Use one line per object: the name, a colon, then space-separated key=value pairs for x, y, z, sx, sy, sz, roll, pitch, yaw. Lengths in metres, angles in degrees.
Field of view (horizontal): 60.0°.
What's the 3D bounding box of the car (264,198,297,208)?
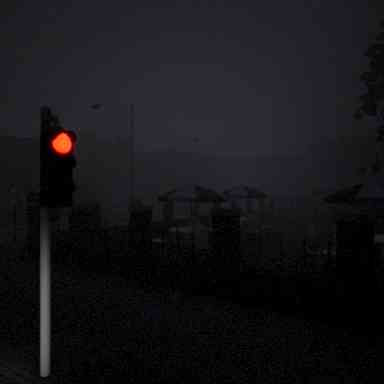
car: x=12.503 y=1.509 z=47.454 sx=5.357 sy=1.411 sz=2.033 roll=0 pitch=0 yaw=-7
